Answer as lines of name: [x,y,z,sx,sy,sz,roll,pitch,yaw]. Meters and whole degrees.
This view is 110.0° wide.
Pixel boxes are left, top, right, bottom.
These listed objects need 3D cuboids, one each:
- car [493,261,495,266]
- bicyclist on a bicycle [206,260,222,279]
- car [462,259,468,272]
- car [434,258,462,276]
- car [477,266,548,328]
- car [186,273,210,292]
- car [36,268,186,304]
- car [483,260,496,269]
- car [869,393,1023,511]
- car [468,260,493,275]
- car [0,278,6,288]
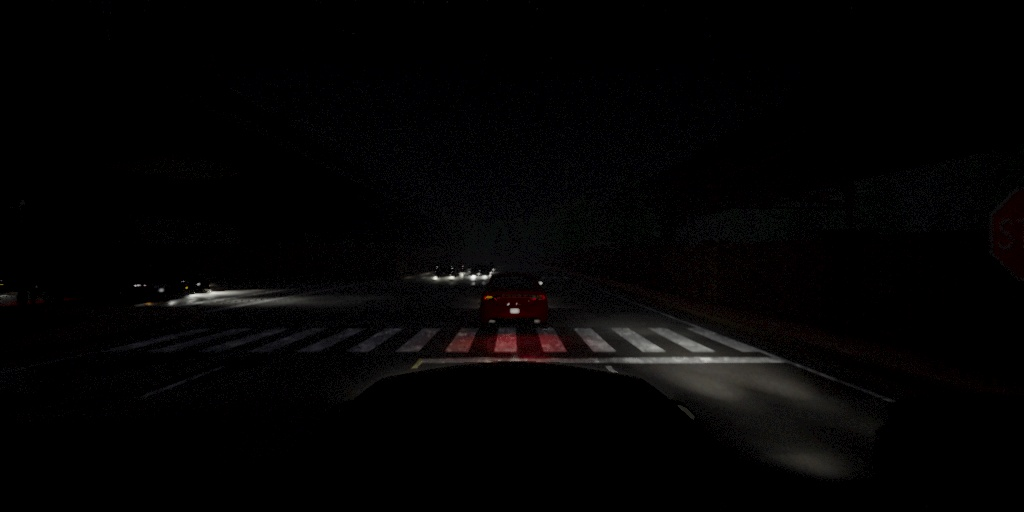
car: [-3.687,1.407,49.236,1.812,1.442,4.674,0,0,-1]
bicyclist on a bicycle: [-25.454,1.132,30.608,0.582,1.620,1.656,0,0,-1]
car: [-7.165,1.229,47.687,2.097,1.767,4.553,0,0,-1]
car: [-7.020,1.205,38.952,2.097,1.767,4.553,0,0,-1]
car: [0.019,1.255,11.605,1.882,1.535,5.008,0,0,-1]
car: [-19.202,1.364,19.684,4.181,1.385,1.994,0,0,-1]
car: [-18.294,1.282,16.192,4.902,1.511,2.128,0,0,-1]
car: [-3.848,1.466,62.750,2.033,1.411,5.357,0,0,-1]
car: [3.557,1.238,0.619,2.128,1.511,4.902,0,0,0]
car: [-3.546,1.422,40.703,1.994,1.385,4.181,0,0,-1]
car: [-31.005,1.306,19.572,4.892,1.490,1.837,0,0,-1]
